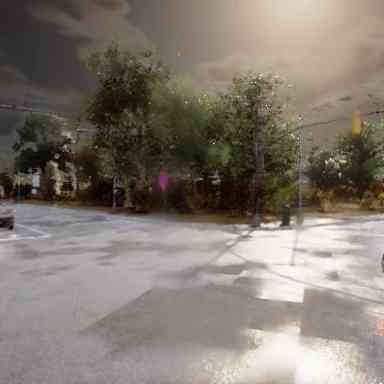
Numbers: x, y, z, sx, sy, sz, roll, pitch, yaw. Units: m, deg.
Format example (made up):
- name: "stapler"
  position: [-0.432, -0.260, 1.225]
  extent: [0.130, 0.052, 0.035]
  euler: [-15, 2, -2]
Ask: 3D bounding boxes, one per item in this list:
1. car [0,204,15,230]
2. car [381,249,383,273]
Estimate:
- name: "car"
  position: [-12.409, 1.478, 20.586]
  extent: [1.882, 1.535, 5.008]
  euler: [0, 0, -39]
- name: "car"
  position: [6.593, 1.518, 8.457]
  extent: [4.674, 1.442, 1.812]
  euler: [0, 0, -36]
